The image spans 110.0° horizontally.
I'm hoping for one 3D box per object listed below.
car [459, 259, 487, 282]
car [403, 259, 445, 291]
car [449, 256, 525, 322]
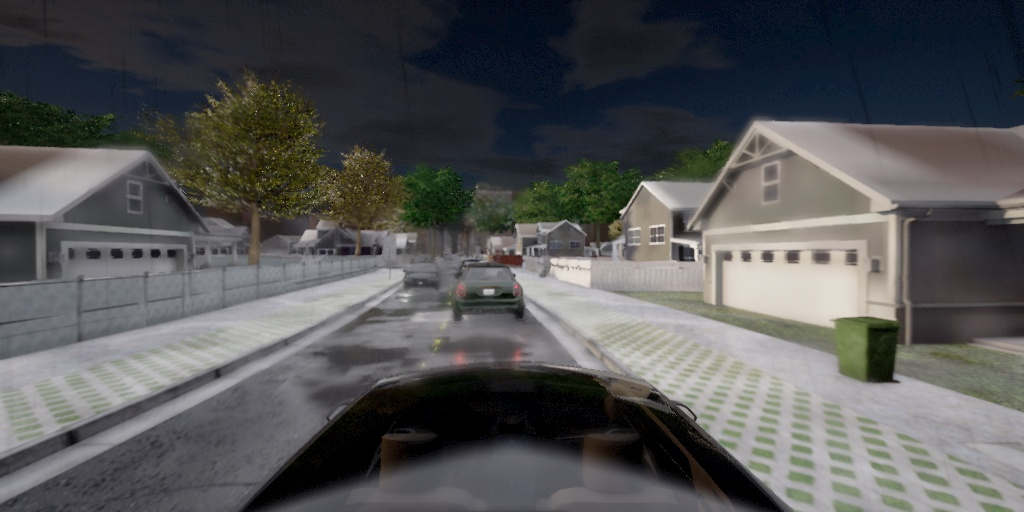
[{"bbox_3d":[-3.007,1.018,26.729,1.837,1.490,4.892,0,0,-9],"label":"car"},{"bbox_3d":[-4.962,1.086,20.366,1.837,1.490,4.892,0,1,-9],"label":"car"},{"bbox_3d":[-0.881,1.003,12.151,2.097,1.767,4.553,0,0,-7],"label":"car"}]
